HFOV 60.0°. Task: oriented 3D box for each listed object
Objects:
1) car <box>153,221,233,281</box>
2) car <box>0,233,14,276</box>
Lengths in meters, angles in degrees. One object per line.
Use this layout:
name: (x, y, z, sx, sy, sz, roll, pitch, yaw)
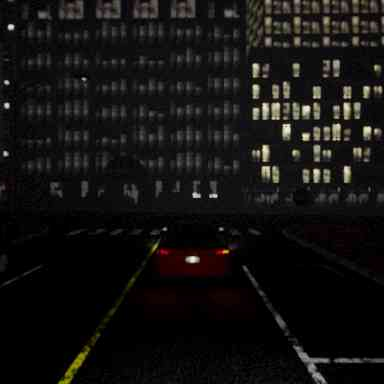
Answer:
car: (0.031, 1.515, 9.691, 1.994, 1.385, 4.181, 0, 0, 0)
car: (-5.791, 1.513, 7.525, 2.008, 1.369, 4.403, 1, 0, 0)
